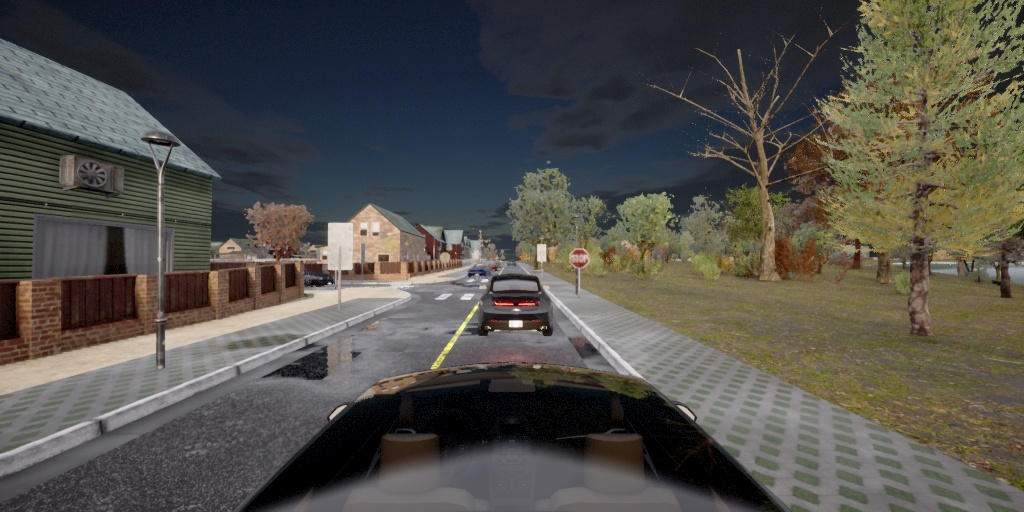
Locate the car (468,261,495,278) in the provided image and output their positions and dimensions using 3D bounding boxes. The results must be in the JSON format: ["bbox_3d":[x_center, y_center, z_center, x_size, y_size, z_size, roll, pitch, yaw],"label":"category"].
[{"bbox_3d":[-3.018,1.399,34.328,1.895,1.301,4.718,0,0,3],"label":"car"}]

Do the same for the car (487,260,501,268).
[{"bbox_3d":[-2.895,1.312,47.856,1.882,1.535,5.008,0,0,0],"label":"car"}]

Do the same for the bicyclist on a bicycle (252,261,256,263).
[{"bbox_3d":[-20.276,1.239,28.335,0.582,1.620,1.656,0,-1,2],"label":"bicyclist on a bicycle"}]

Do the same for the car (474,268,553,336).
[{"bbox_3d":[0.079,1.262,10.379,1.837,1.490,4.892,0,0,0],"label":"car"}]

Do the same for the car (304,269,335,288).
[{"bbox_3d":[-13.935,1.315,22.280,5.357,1.411,2.033,0,-2,2],"label":"car"}]
